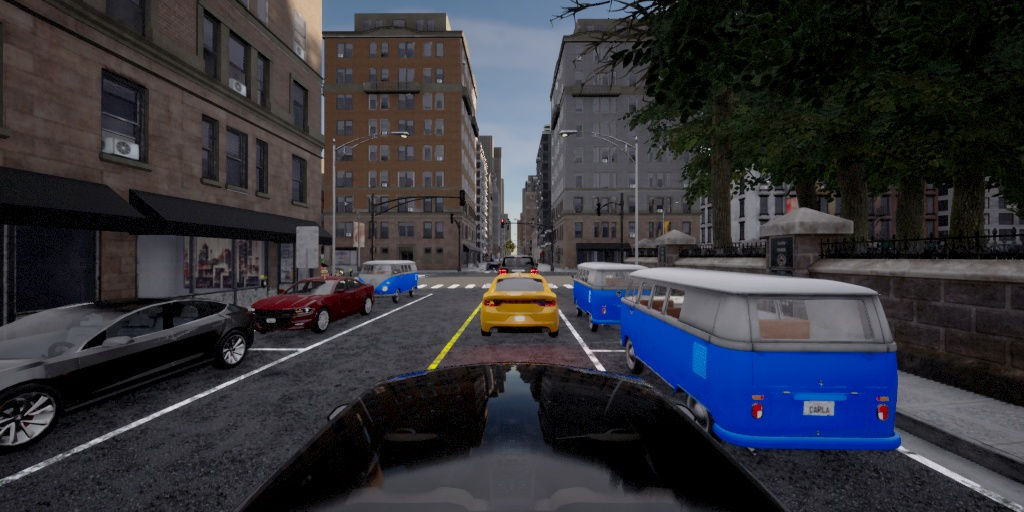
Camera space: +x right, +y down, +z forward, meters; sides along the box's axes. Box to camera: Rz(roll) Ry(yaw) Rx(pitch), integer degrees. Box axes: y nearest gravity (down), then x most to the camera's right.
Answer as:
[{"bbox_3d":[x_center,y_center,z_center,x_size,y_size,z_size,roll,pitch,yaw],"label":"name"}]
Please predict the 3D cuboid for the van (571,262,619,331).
[{"bbox_3d":[2.824,1.089,10.634,1.690,1.789,3.998,0,0,1],"label":"van"}]

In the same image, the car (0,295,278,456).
[{"bbox_3d":[-5.810,1.315,5.133,1.948,1.339,4.313,0,0,1],"label":"car"}]

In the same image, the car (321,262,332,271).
[{"bbox_3d":[-17.159,1.084,28.586,4.553,1.767,2.097,0,0,0],"label":"car"}]

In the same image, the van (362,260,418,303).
[{"bbox_3d":[-5.589,1.087,16.451,1.690,1.789,3.998,0,0,1],"label":"van"}]

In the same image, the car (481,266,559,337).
[{"bbox_3d":[0.221,1.226,10.380,1.882,1.535,5.008,0,0,1],"label":"car"}]

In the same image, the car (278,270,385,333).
[{"bbox_3d":[-5.700,1.294,10.792,1.888,1.381,4.507,0,0,1],"label":"car"}]

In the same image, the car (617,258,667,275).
[{"bbox_3d":[13.839,1.093,38.347,4.553,1.767,2.097,0,0,0],"label":"car"}]

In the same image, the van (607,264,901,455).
[{"bbox_3d":[2.713,1.090,4.978,1.690,1.789,3.998,0,0,1],"label":"van"}]

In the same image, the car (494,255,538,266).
[{"bbox_3d":[0.322,0.965,20.336,2.150,2.045,5.566,0,0,0],"label":"car"}]

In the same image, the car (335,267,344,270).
[{"bbox_3d":[-17.471,1.249,31.837,4.892,1.490,1.837,0,0,0],"label":"car"}]

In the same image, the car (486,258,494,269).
[{"bbox_3d":[-2.325,1.086,49.585,2.097,1.767,4.553,0,0,2],"label":"car"}]
